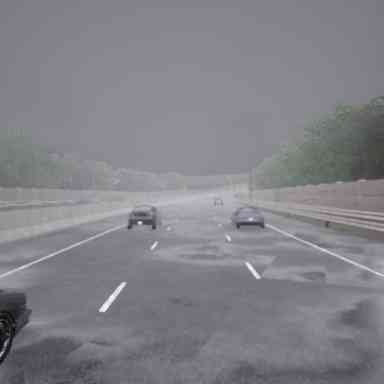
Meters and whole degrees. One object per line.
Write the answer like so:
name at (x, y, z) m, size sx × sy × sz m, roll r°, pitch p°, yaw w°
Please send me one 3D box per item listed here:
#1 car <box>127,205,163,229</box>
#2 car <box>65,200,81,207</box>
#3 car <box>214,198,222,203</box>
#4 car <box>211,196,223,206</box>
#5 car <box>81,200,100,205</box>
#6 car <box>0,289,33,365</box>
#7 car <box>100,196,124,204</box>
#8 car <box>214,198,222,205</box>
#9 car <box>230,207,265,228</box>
car at (-3.152, 1.670, 22.875) m, size 1.837 × 1.490 × 4.892 m, roll 0°, pitch 0°, yaw 1°
car at (-19.652, 1.983, 56.536) m, size 2.033 × 1.411 × 5.357 m, roll 0°, pitch -1°, yaw 3°
car at (7.349, 2.499, 94.176) m, size 1.994 × 1.385 × 4.181 m, roll 0°, pitch -1°, yaw 5°
car at (5.787, 2.112, 72.447) m, size 2.033 × 1.649 × 4.856 m, roll 0°, pitch -1°, yaw 4°
car at (-16.202, 2.035, 55.489) m, size 1.895 × 1.301 × 4.718 m, roll 0°, pitch -1°, yaw 3°
car at (-3.390, 1.564, 2.675) m, size 2.033 × 1.411 × 5.357 m, roll 0°, pitch 0°, yaw 0°
car at (-12.735, 1.658, 54.879) m, size 2.150 × 2.045 × 5.566 m, roll 0°, pitch -1°, yaw 3°
car at (6.518, 2.354, 83.314) m, size 2.033 × 1.411 × 5.357 m, roll 0°, pitch -1°, yaw 4°
car at (3.866, 1.746, 23.634) m, size 1.994 × 1.385 × 4.181 m, roll 0°, pitch 0°, yaw 1°
